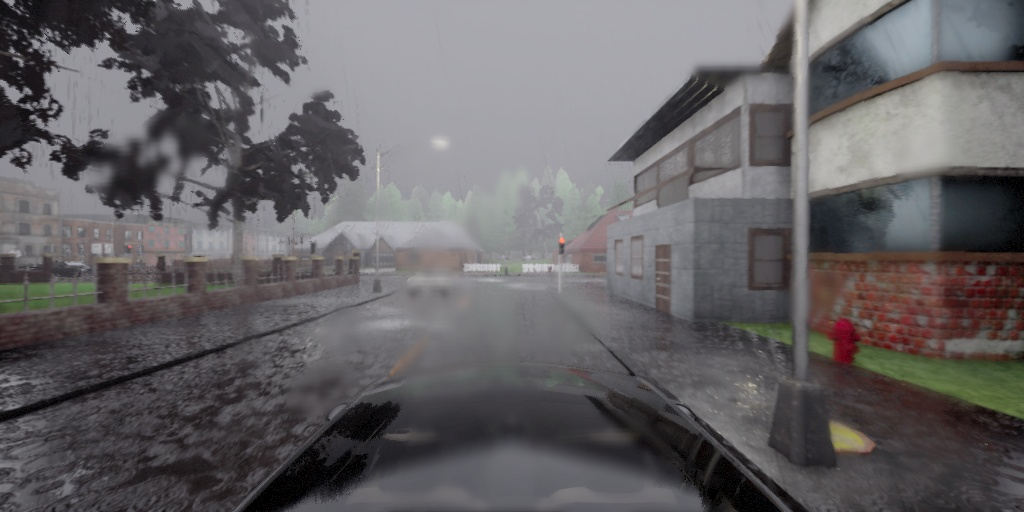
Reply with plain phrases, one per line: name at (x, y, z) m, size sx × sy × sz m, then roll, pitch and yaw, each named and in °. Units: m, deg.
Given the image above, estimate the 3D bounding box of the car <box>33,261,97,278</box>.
car at (-36.773, 1.098, 29.776) m, size 4.674 × 1.442 × 1.812 m, roll 0°, pitch 0°, yaw 1°

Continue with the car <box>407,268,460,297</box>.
car at (-4.007, 1.336, 18.958) m, size 1.895 × 1.301 × 4.718 m, roll 0°, pitch 0°, yaw 0°
